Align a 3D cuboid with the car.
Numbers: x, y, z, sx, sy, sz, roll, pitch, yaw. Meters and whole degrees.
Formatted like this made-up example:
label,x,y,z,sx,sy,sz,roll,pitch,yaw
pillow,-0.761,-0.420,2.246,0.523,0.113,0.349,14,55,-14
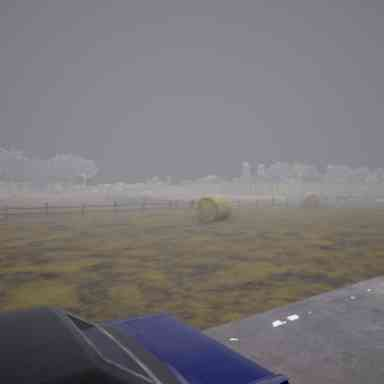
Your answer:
label,x,y,z,sx,sy,sz,roll,pitch,yaw
car,-1.647,1.602,1.891,4.718,1.301,1.895,0,0,-35
